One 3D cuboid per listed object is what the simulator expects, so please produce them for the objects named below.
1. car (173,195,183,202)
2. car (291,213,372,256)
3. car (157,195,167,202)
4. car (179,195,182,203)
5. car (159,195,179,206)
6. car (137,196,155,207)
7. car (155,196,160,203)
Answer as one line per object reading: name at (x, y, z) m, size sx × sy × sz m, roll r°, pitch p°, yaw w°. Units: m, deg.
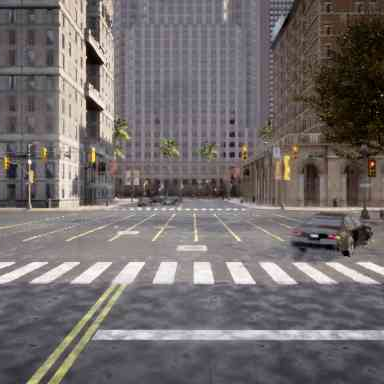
car at (-3.391, 1.525, 80.934) m, size 2.128 × 1.511 × 4.902 m, roll 0°, pitch 0°, yaw 1°
car at (5.745, 1.548, 13.332) m, size 2.033 × 1.411 × 5.357 m, roll 0°, pitch 0°, yaw 38°
car at (-6.933, 1.524, 76.406) m, size 1.812 × 1.442 × 4.674 m, roll 0°, pitch 0°, yaw 1°
car at (-3.503, 1.506, 69.205) m, size 1.837 × 1.490 × 4.892 m, roll 0°, pitch 0°, yaw 1°
car at (-3.651, 1.491, 53.958) m, size 2.128 × 1.511 × 4.902 m, roll 0°, pitch 0°, yaw 0°
car at (-7.151, 1.505, 50.392) m, size 1.837 × 1.490 × 4.892 m, roll 0°, pitch 0°, yaw 0°
car at (-7.067, 1.564, 65.663) m, size 1.994 × 1.385 × 4.181 m, roll 0°, pitch 0°, yaw 1°
